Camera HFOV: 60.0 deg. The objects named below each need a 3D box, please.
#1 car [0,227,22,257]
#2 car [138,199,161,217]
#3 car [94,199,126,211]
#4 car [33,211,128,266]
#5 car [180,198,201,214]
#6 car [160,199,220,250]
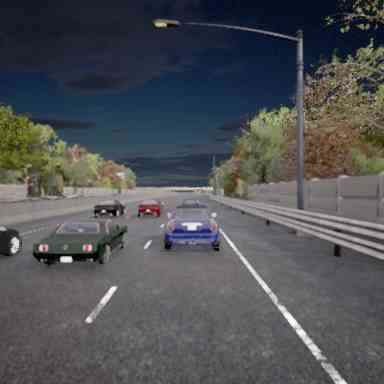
[{"bbox_3d":[-6.966,1.482,9.903,1.837,1.490,4.892,0,0,0],"label":"car"},{"bbox_3d":[-3.616,1.379,29.768,1.882,1.535,5.008,0,0,0],"label":"car"},{"bbox_3d":[-7.112,1.390,29.164,1.882,1.535,5.008,0,0,0],"label":"car"},{"bbox_3d":[-3.474,1.563,11.385,1.895,1.301,4.718,0,0,0],"label":"car"},{"bbox_3d":[-0.159,1.426,34.667,2.033,1.411,5.357,0,0,0],"label":"car"},{"bbox_3d":[-0.007,1.293,14.097,2.097,1.767,4.553,0,0,0],"label":"car"}]
